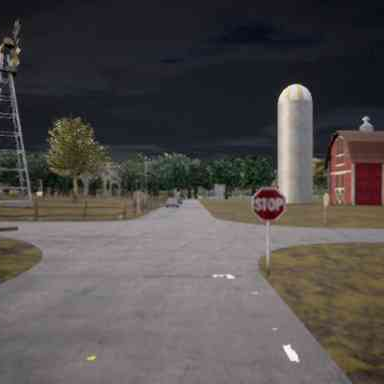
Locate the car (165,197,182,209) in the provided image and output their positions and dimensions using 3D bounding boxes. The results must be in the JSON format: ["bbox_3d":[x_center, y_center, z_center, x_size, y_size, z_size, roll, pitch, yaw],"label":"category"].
[{"bbox_3d":[-2.793,1.552,47.492,1.837,1.490,4.892,0,0,0],"label":"car"}]
